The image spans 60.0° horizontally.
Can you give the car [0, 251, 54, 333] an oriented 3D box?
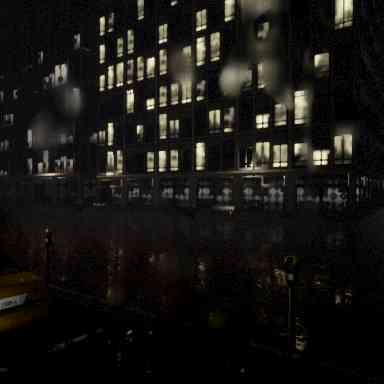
[{"bbox_3d":[-4.456,1.526,6.033,4.829,1.417,1.752,0,0,35],"label":"car"}]
